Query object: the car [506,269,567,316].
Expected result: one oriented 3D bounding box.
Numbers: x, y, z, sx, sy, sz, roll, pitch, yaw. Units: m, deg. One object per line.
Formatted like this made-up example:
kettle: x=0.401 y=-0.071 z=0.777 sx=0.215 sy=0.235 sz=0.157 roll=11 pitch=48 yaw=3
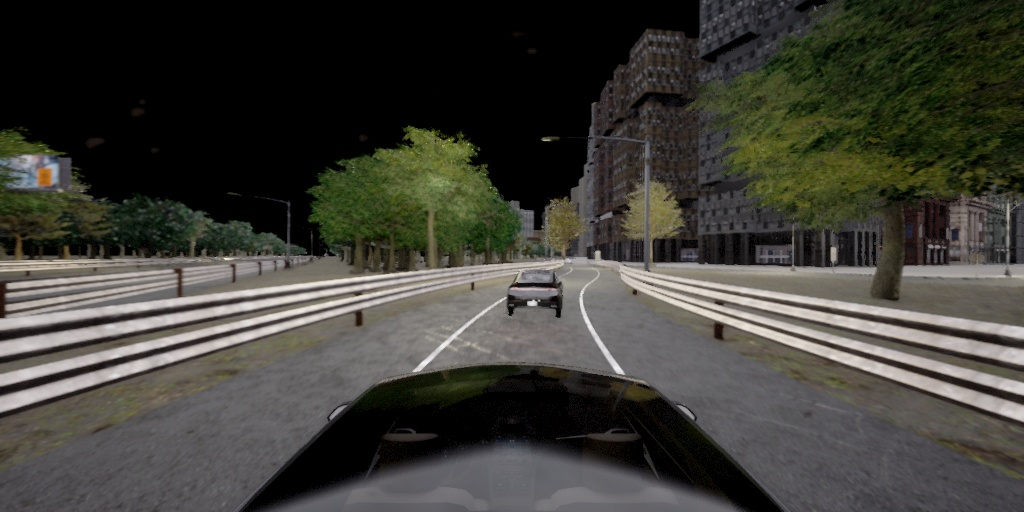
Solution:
car: x=0.977 y=1.248 z=13.417 sx=2.128 sy=1.511 sz=4.902 roll=0 pitch=0 yaw=8
